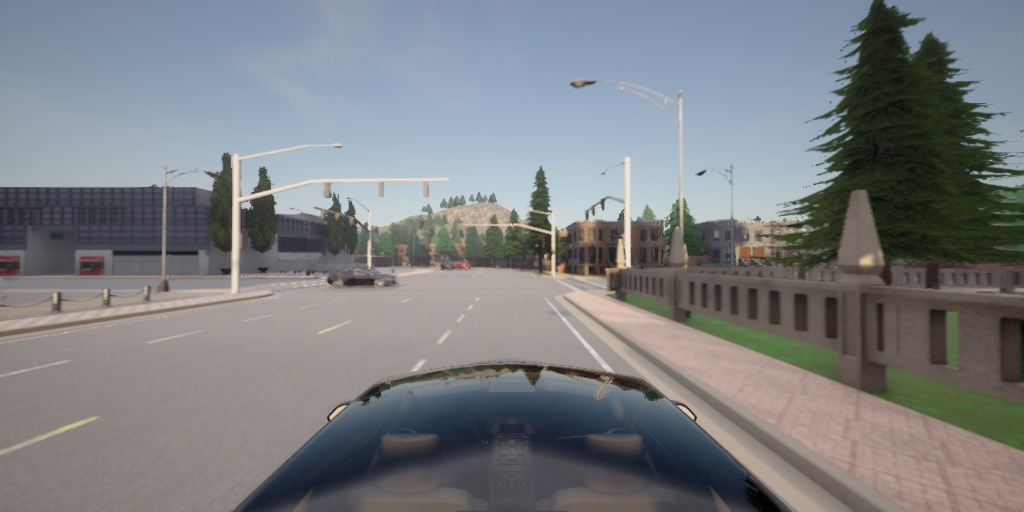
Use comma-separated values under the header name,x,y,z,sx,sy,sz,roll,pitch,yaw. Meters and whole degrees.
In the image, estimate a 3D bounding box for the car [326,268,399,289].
name,x,y,z,sx,sy,sz,roll,pitch,yaw
car,-10.748,1.614,25.908,4.902,1.511,2.128,0,-1,0

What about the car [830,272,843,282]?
name,x,y,z,sx,sy,sz,roll,pitch,yaw
car,31.660,1.710,32.958,5.357,1.411,2.033,0,-1,0
